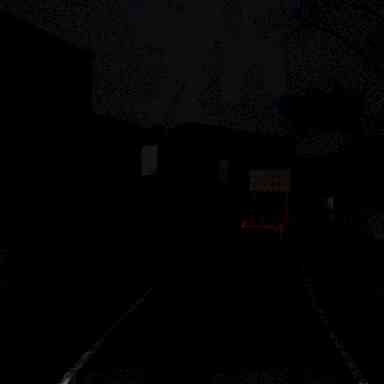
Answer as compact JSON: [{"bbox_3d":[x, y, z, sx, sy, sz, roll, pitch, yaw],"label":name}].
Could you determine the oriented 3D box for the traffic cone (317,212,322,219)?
[{"bbox_3d":[10.942,1.987,28.523,0.340,0.580,0.340,1,1,34],"label":"traffic cone"}]

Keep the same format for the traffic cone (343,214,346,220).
[{"bbox_3d":[12.604,2.029,27.411,0.340,0.580,0.340,1,1,34],"label":"traffic cone"}]

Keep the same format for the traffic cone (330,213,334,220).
[{"bbox_3d":[11.773,2.008,27.967,0.340,0.580,0.340,1,1,34],"label":"traffic cone"}]

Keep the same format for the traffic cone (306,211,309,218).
[{"bbox_3d":[10.111,1.967,29.079,0.340,0.580,0.340,1,1,34],"label":"traffic cone"}]

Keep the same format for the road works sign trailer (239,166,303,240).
[{"bbox_3d":[4.138,0.454,17.445,2.380,3.560,2.880,1,0,34],"label":"road works sign trailer"}]
